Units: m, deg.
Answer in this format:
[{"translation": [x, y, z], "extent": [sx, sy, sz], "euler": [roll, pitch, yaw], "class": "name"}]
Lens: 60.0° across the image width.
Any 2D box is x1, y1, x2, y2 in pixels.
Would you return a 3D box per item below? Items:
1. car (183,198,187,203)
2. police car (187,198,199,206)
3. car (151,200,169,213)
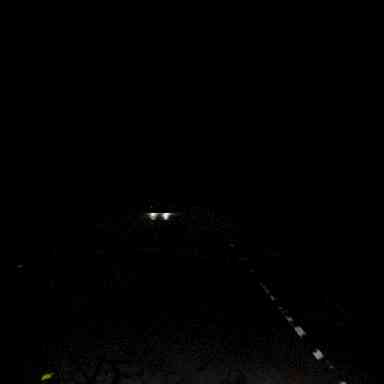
[{"translation": [-1.292, 2.259, 87.632], "extent": [2.128, 1.511, 4.902], "euler": [0, -1, -2], "class": "car"}, {"translation": [0.424, 2.031, 68.580], "extent": [1.930, 1.638, 5.238], "euler": [0, -1, -1], "class": "police car"}, {"translation": [-3.883, 1.703, 40.836], "extent": [1.882, 1.535, 5.008], "euler": [0, -1, -1], "class": "car"}]
